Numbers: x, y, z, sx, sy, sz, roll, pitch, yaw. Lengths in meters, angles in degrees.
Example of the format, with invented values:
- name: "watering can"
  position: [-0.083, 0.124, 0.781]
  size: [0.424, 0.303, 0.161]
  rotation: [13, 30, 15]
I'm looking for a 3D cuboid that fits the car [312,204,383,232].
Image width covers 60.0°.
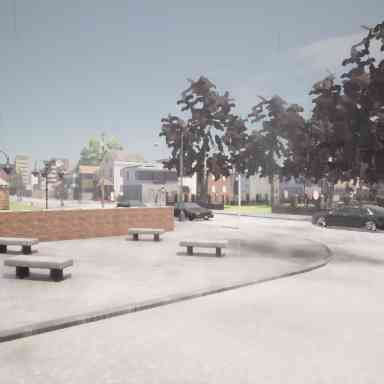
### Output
- name: "car"
  position: [9.687, 1.506, 20.077]
  size: [1.837, 1.490, 4.892]
  rotation: [-4, 2, -40]

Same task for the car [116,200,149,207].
- name: "car"
  position: [-6.526, 1.547, 36.166]
  size: [2.033, 1.411, 5.357]
  rotation: [0, 0, -35]

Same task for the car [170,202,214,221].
- name: "car"
  position: [-0.451, 1.547, 27.588]
  size: [2.033, 1.411, 5.357]
  rotation: [0, 0, -35]
